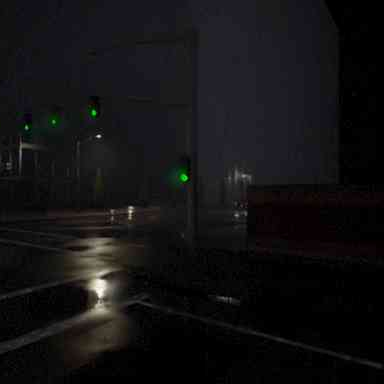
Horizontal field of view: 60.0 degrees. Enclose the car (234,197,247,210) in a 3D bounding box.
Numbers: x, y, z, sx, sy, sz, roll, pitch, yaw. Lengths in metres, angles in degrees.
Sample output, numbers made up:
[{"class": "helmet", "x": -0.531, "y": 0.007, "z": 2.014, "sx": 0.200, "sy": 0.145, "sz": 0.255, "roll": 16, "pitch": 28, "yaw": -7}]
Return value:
[{"class": "car", "x": 7.260, "y": 1.424, "z": 42.669, "sx": 2.097, "sy": 1.767, "sz": 4.553, "roll": 0, "pitch": 0, "yaw": 36}]
